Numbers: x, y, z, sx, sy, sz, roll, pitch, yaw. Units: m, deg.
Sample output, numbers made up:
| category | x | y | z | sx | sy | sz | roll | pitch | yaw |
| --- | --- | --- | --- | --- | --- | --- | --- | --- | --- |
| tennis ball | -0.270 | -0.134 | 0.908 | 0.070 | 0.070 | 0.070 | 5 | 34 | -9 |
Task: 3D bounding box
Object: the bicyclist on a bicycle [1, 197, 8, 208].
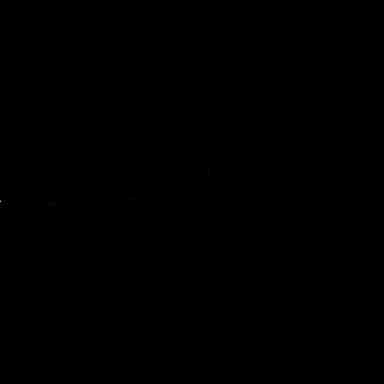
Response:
| category | x | y | z | sx | sy | sz | roll | pitch | yaw |
| --- | --- | --- | --- | --- | --- | --- | --- | --- | --- |
| bicyclist on a bicycle | -26.122 | 1.499 | 46.260 | 1.656 | 1.620 | 0.582 | -1 | 0 | 35 |
